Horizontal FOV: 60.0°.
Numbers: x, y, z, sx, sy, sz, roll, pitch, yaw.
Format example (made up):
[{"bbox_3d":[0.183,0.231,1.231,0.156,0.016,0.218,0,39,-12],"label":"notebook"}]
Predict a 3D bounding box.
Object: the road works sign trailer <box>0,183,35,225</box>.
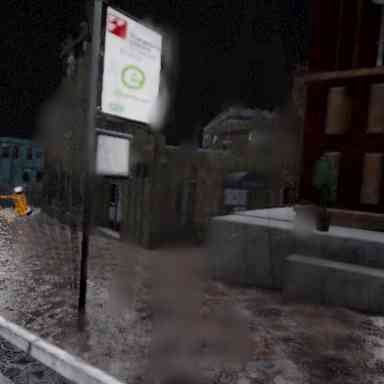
[{"bbox_3d":[-13.300,1.102,22.764,3.560,2.380,2.880,2,41,-2],"label":"road works sign trailer"}]
